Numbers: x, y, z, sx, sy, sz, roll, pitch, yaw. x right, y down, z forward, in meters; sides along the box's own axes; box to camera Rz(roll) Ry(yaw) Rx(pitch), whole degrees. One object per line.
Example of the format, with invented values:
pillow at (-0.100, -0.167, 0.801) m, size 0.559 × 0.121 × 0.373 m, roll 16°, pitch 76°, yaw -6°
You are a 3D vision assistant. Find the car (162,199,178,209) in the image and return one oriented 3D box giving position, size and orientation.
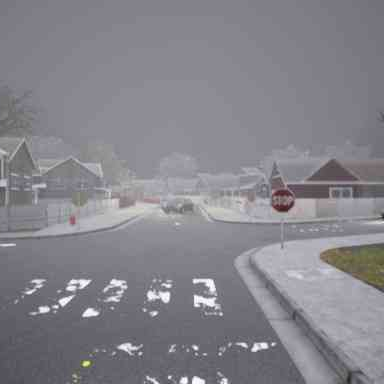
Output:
car at (-3.029, 1.625, 46.012) m, size 1.895 × 1.301 × 4.718 m, roll 0°, pitch 0°, yaw 0°

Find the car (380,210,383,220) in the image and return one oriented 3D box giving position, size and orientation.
car at (15.655, 1.390, 23.935) m, size 4.181 × 1.385 × 1.994 m, roll -1°, pitch 0°, yaw -23°

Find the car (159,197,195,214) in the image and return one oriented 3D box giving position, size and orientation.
car at (-1.342, 1.362, 35.276) m, size 2.097 × 1.767 × 4.553 m, roll 0°, pitch 0°, yaw 20°

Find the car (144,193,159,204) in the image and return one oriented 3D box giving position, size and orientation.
car at (-7.854, 1.309, 65.943) m, size 2.150 × 2.045 × 5.566 m, roll 0°, pitch 1°, yaw -24°
